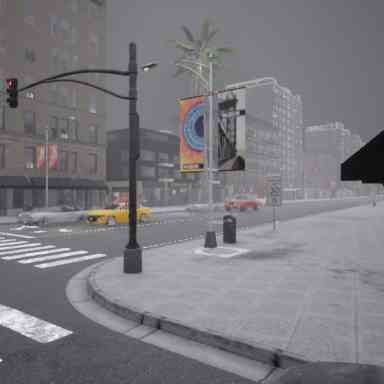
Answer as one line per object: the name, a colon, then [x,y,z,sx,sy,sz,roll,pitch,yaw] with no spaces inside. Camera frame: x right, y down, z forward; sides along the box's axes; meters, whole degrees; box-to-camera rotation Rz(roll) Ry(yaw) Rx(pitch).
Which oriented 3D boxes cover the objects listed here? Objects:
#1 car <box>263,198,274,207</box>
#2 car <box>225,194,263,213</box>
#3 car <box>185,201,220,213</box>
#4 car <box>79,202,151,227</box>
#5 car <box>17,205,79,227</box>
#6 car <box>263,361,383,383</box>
car: [11.315,1.619,52.119,1.812,1.442,4.674,0,0,35]
car: [5.948,1.282,39.021,2.150,2.045,5.566,0,0,35]
car: [1.273,1.649,38.038,1.895,1.301,4.718,0,0,35]
car: [-5.050,1.500,23.428,1.882,1.535,5.008,0,0,35]
car: [-9.343,1.615,22.976,1.895,1.301,4.718,0,0,35]
car: [2.187,1.551,1.288,4.403,1.369,2.008,0,0,35]
